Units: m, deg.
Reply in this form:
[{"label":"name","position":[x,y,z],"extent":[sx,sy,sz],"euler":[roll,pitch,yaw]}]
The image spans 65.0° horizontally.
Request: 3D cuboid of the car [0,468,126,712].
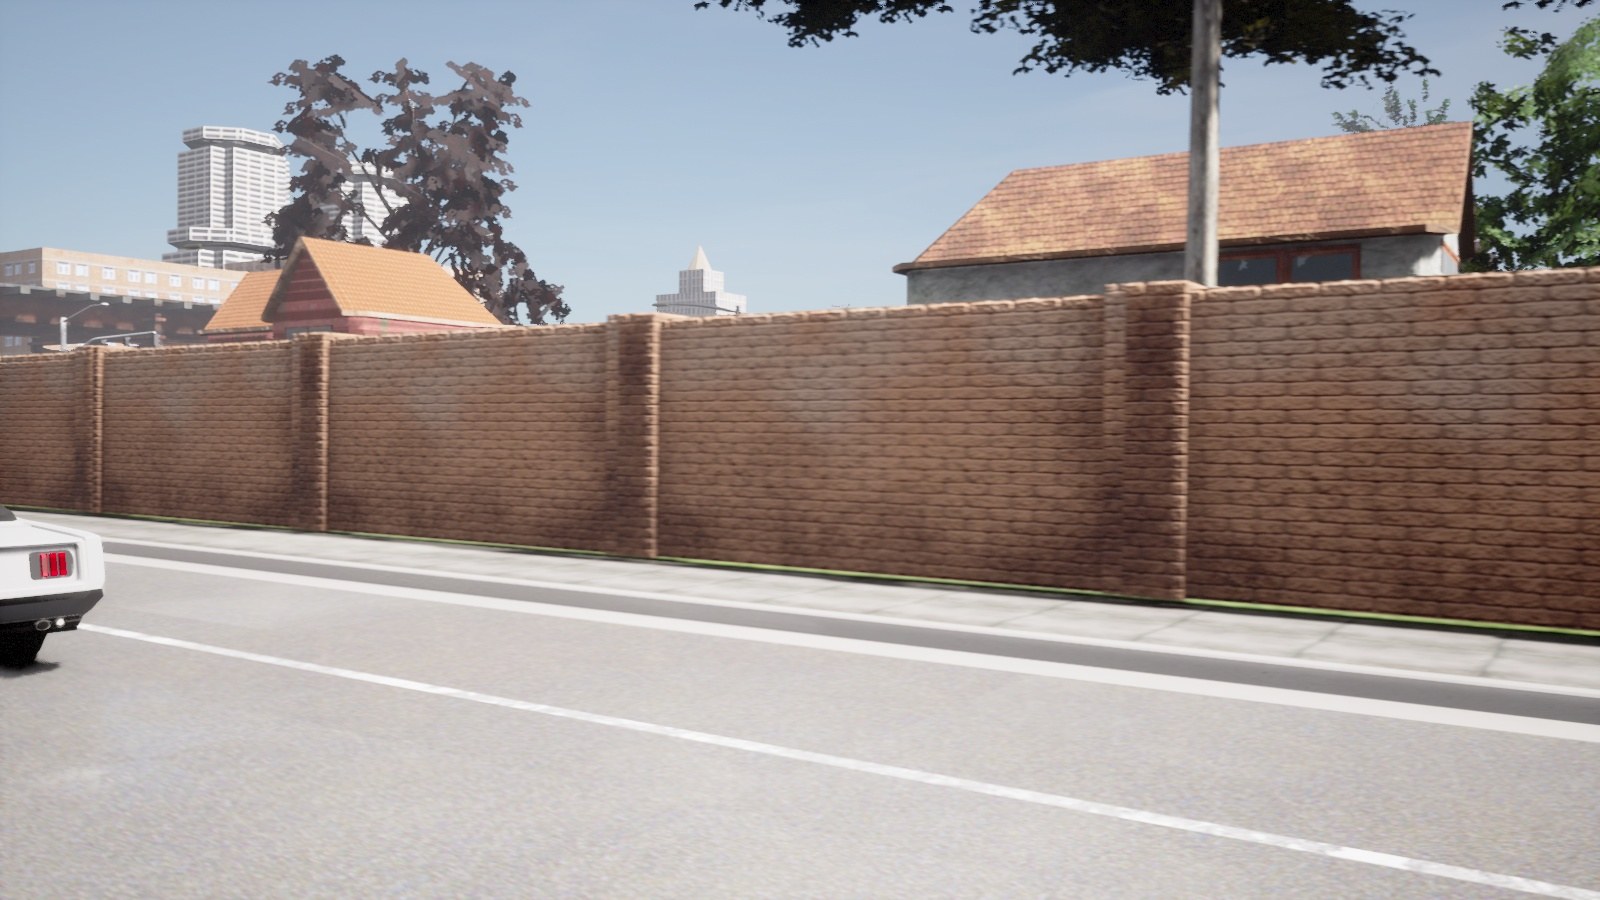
[{"label":"car","position":[-6.479,0.782,7.930],"extent":[4.718,1.301,1.895],"euler":[0,1,34]}]
